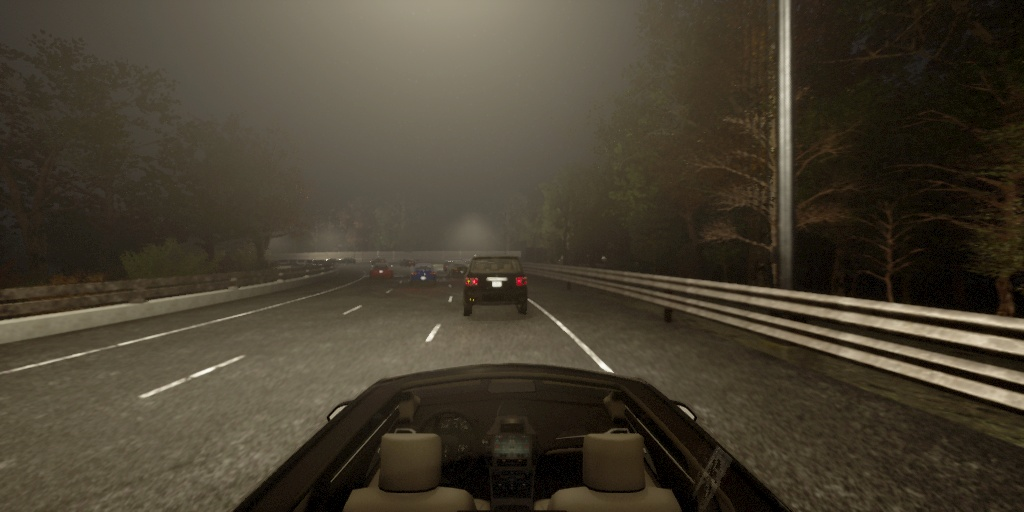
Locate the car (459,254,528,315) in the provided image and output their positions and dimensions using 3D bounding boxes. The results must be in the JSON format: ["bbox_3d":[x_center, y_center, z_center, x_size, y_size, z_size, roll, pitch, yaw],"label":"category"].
[{"bbox_3d":[-0.739,0.960,13.714,2.150,2.045,5.566,0,0,-6],"label":"car"}]

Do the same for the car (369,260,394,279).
[{"bbox_3d":[-11.965,1.334,32.989,1.994,1.385,4.181,0,0,-18],"label":"car"}]

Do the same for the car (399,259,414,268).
[{"bbox_3d":[-18.167,1.267,62.282,1.837,1.490,4.892,0,0,-33],"label":"car"}]

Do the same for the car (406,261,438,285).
[{"bbox_3d":[-6.329,1.277,25.815,1.812,1.442,4.674,0,0,-12],"label":"car"}]

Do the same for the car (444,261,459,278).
[{"bbox_3d":[-5.087,1.261,34.115,1.812,1.442,4.674,0,0,-17],"label":"car"}]
